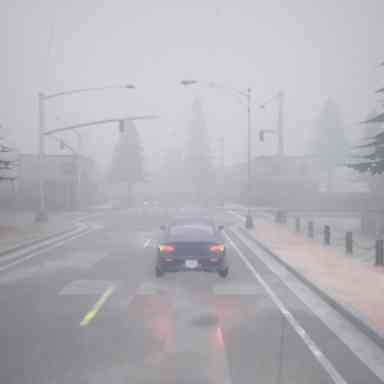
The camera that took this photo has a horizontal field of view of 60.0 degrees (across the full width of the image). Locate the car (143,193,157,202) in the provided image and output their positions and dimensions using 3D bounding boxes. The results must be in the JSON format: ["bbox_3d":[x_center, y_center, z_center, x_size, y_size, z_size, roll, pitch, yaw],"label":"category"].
[{"bbox_3d":[-7.005,0.846,55.388,1.882,1.535,5.008,0,1,-15],"label":"car"}]

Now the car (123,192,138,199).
[{"bbox_3d":[-13.047,0.750,69.938,2.033,1.411,5.357,0,1,-27],"label":"car"}]

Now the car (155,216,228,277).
[{"bbox_3d":[-0.009,1.420,9.764,1.812,1.442,4.674,0,1,0],"label":"car"}]
